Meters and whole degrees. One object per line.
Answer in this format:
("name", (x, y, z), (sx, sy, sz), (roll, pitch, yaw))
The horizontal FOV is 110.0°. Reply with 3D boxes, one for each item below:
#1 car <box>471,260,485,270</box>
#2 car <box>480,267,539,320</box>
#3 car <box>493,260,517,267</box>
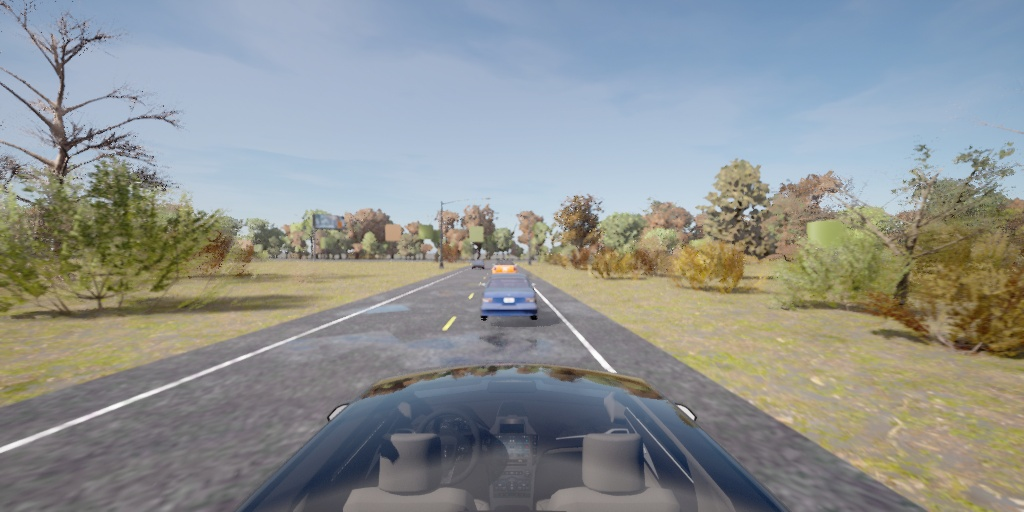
("car", (-4.928, 1.283, 52.967), (2.033, 1.411, 5.357), (0, 0, -1))
("car", (-0.111, 1.300, 12.690), (2.033, 1.411, 5.357), (0, 0, -1))
("car", (-0.613, 1.098, 31.100), (2.097, 1.767, 4.553), (0, 0, -1))
